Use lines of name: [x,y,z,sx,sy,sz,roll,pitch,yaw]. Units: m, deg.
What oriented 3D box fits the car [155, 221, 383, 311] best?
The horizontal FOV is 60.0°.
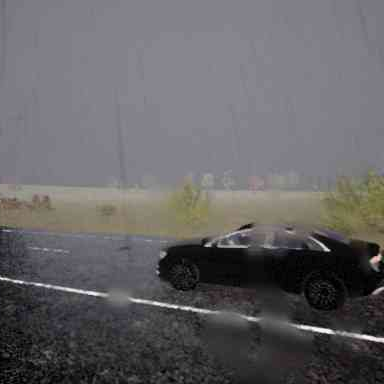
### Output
car: [1.517,1.424,7.432,4.902,1.511,2.128,0,0,25]
